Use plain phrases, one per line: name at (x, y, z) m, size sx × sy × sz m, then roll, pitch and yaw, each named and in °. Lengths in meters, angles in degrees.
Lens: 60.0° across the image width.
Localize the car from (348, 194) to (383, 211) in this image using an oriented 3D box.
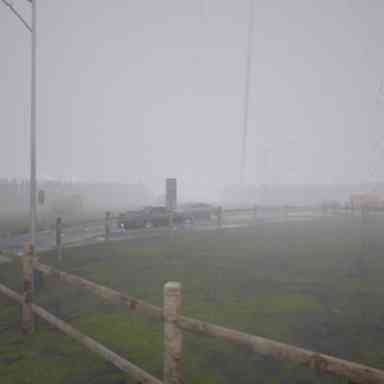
car at (20.540, 1.274, 39.262) m, size 5.566 × 2.045 × 2.150 m, roll 0°, pitch 0°, yaw -38°

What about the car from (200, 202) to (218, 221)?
car at (-0.062, 1.517, 25.367) m, size 4.892 × 1.490 × 1.837 m, roll 0°, pitch 0°, yaw -43°

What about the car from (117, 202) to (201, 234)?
car at (-1.990, 1.528, 19.550) m, size 4.892 × 1.490 × 1.837 m, roll 0°, pitch 0°, yaw -44°

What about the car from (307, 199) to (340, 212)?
car at (15.369, 1.523, 38.800) m, size 4.902 × 1.511 × 2.128 m, roll 0°, pitch 0°, yaw -39°
